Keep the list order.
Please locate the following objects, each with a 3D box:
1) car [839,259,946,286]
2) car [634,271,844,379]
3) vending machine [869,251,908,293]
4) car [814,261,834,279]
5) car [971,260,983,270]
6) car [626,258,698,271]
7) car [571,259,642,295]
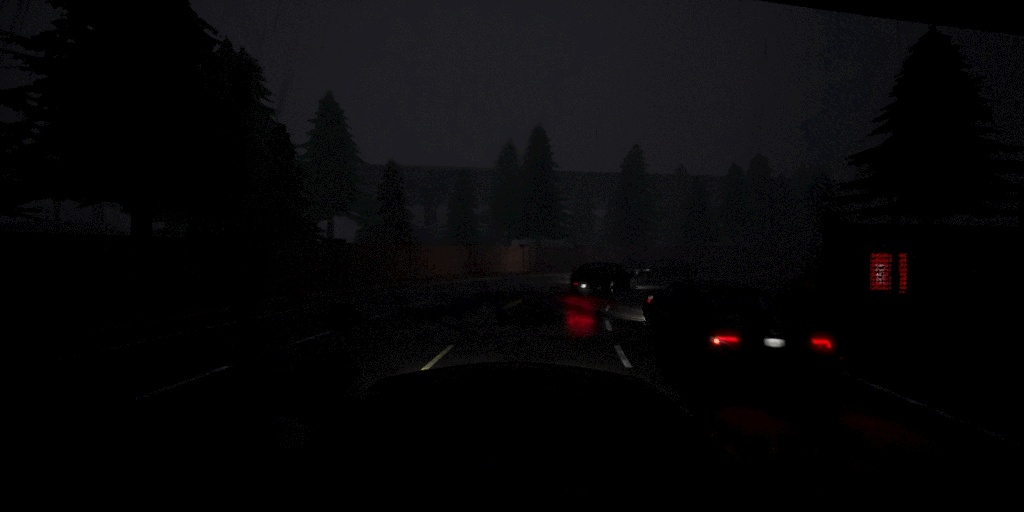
[{"bbox_3d":[23.248,1.062,21.741,5.357,1.411,2.033,0,1,-10],"label":"car"},{"bbox_3d":[4.108,1.231,7.482,2.033,1.411,5.357,0,1,10],"label":"car"},{"bbox_3d":[17.543,0.769,16.740,0.880,2.100,1.100,0,0,-11],"label":"vending machine"},{"bbox_3d":[24.131,0.950,25.431,5.008,1.535,1.882,0,1,-11],"label":"car"},{"bbox_3d":[51.331,0.848,37.986,4.674,1.442,1.812,0,1,-10],"label":"car"},{"bbox_3d":[11.246,0.958,26.317,4.902,1.511,2.128,0,1,-16],"label":"car"},{"bbox_3d":[4.731,1.066,18.199,1.837,1.490,4.892,-1,0,37],"label":"car"}]
